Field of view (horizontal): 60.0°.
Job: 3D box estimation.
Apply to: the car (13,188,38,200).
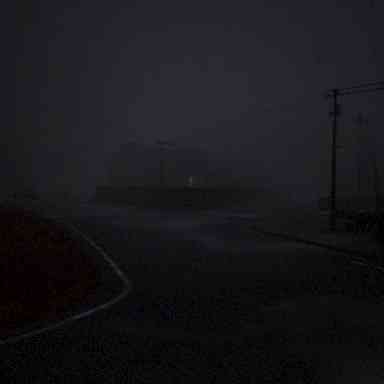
[{"bbox_3d":[-24.045,0.214,47.876,4.553,1.767,2.097,2,1,45],"label":"car"}]
